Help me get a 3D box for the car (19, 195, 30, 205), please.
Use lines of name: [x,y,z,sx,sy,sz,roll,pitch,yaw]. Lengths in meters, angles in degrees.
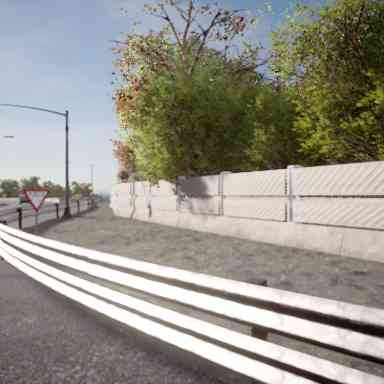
car: [-38.645,1.817,76.805,2.150,2.045,5.566,0,0,-30]
